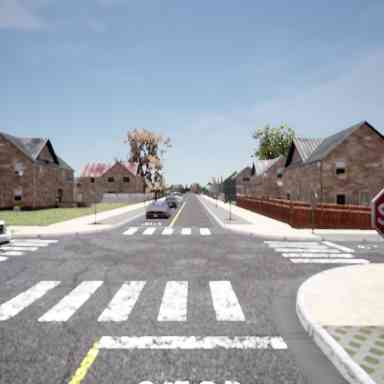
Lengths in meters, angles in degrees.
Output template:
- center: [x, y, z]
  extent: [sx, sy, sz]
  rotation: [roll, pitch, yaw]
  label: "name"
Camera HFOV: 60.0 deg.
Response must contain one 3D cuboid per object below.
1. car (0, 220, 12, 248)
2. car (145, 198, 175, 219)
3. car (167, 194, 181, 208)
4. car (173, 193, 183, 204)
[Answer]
- center: [-9.307, 1.175, 11.473]
  extent: [5.566, 2.045, 2.150]
  rotation: [3, -1, 0]
  label: "car"
- center: [-2.851, 1.492, 28.771]
  extent: [2.033, 1.411, 5.357]
  rotation: [0, 0, 0]
  label: "car"
- center: [-2.839, 1.414, 45.460]
  extent: [1.837, 1.490, 4.892]
  rotation: [0, 0, 0]
  label: "car"
- center: [-2.759, 1.204, 60.884]
  extent: [2.150, 2.045, 5.566]
  rotation: [0, 0, 0]
  label: "car"
